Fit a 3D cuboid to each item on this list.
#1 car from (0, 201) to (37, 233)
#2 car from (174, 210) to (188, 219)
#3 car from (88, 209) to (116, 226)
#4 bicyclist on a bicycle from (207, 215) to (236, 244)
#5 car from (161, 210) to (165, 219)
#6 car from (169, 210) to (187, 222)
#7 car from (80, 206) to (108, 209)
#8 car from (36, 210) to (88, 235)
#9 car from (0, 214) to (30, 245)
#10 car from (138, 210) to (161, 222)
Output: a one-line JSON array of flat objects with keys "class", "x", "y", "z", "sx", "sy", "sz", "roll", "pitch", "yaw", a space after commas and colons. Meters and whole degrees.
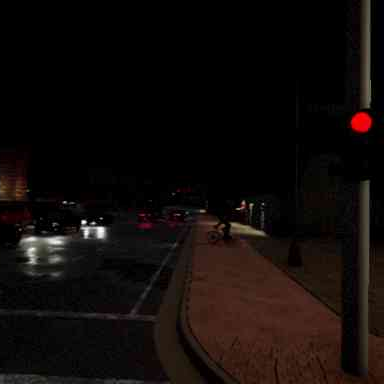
[{"class": "car", "x": -13.207, "y": 1.759, "z": 22.620, "sx": 2.150, "sy": 2.045, "sz": 5.566, "roll": 2, "pitch": -2, "yaw": 2}, {"class": "car", "x": -1.796, "y": 3.726, "z": 56.032, "sx": 2.033, "sy": 1.411, "sz": 5.357, "roll": 2, "pitch": -2, "yaw": 1}, {"class": "car", "x": -9.450, "y": 2.708, "z": 34.350, "sx": 1.895, "sy": 1.301, "sz": 4.718, "roll": 2, "pitch": -2, "yaw": 1}, {"class": "bicyclist on a bicycle", "x": 1.689, "y": 2.106, "z": 18.788, "sx": 1.656, "sy": 1.620, "sz": 0.582, "roll": 1, "pitch": -2, "yaw": 1}, {"class": "car", "x": -5.456, "y": 3.512, "z": 53.221, "sx": 2.033, "sy": 1.411, "sz": 5.357, "roll": 2, "pitch": -2, "yaw": 1}, {"class": "car", "x": -2.019, "y": 3.253, "z": 45.645, "sx": 2.128, "sy": 1.511, "sz": 4.902, "roll": 2, "pitch": -2, "yaw": 1}, {"class": "car", "x": -12.727, "y": 2.916, "z": 42.895, "sx": 1.994, "sy": 1.385, "sz": 4.181, "roll": 2, "pitch": -2, "yaw": 2}, {"class": "car", "x": -9.675, "y": 2.187, "z": 24.441, "sx": 1.882, "sy": 1.535, "sz": 5.008, "roll": 2, "pitch": -2, "yaw": 2}, {"class": "car", "x": -9.868, "y": 1.921, "z": 15.659, "sx": 1.994, "sy": 1.385, "sz": 4.181, "roll": 2, "pitch": -2, "yaw": 1}, {"class": "car", "x": -5.639, "y": 3.051, "z": 42.763, "sx": 1.837, "sy": 1.490, "sz": 4.892, "roll": 2, "pitch": -2, "yaw": 2}]
